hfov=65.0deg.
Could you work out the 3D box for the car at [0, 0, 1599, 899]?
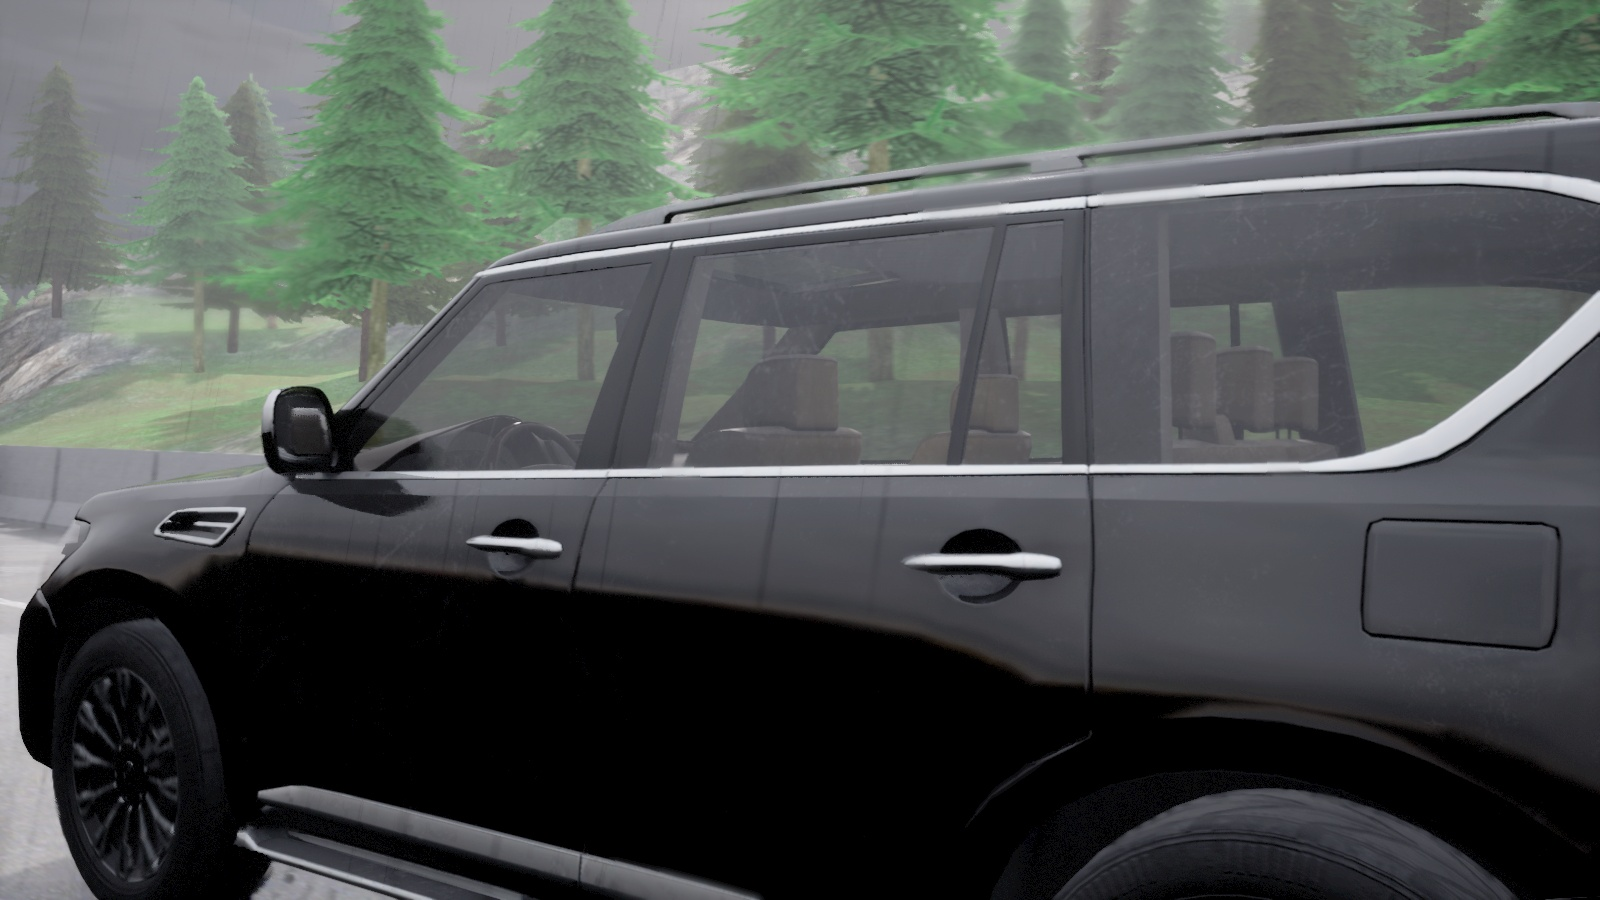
[{"bbox_3d":[0.069,0.408,3.577,5.566,2.045,2.150,0,1,34],"label":"car"}]
